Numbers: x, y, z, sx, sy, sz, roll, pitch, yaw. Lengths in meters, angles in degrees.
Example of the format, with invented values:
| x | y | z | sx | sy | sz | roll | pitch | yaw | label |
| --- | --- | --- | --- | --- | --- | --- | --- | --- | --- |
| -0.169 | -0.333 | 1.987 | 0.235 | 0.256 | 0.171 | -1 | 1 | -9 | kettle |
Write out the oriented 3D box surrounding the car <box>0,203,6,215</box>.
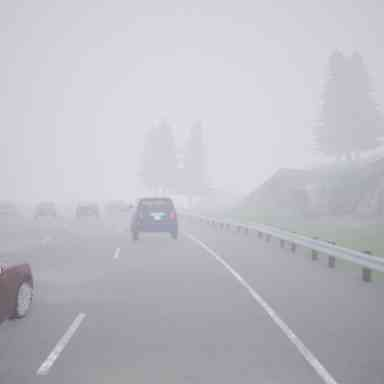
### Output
| x | y | z | sx | sy | sz | roll | pitch | yaw | label |
| --- | --- | --- | --- | --- | --- | --- | --- | --- | --- |
| -7.956 | 1.398 | 10.311 | 2.097 | 1.767 | 4.553 | 0 | 0 | -7 | car |

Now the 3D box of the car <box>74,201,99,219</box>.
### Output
| x | y | z | sx | sy | sz | roll | pitch | yaw | label |
| --- | --- | --- | --- | --- | --- | --- | --- | --- | --- |
| -9.530 | 1.551 | 30.087 | 1.882 | 1.535 | 5.008 | 0 | 0 | -21 | car |

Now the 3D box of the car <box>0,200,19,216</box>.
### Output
| x | y | z | sx | sy | sz | roll | pitch | yaw | label |
| --- | --- | --- | --- | --- | --- | --- | --- | --- | --- |
| -18.768 | 1.596 | 33.812 | 1.882 | 1.535 | 5.008 | 0 | 0 | -26 | car |

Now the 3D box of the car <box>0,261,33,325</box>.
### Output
| x | y | z | sx | sy | sz | roll | pitch | yaw | label |
| --- | --- | --- | --- | --- | --- | --- | --- | --- | --- |
| -3.816 | 1.499 | 4.278 | 1.882 | 1.535 | 5.008 | 0 | 0 | -3 | car |

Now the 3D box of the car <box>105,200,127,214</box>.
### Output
| x | y | z | sx | sy | sz | roll | pitch | yaw | label |
| --- | --- | --- | --- | --- | --- | --- | --- | --- | --- |
| -8.148 | 1.621 | 35.984 | 2.033 | 1.411 | 5.357 | 0 | 0 | -24 | car |

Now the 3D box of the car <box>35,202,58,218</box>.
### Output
| x | y | z | sx | sy | sz | roll | pitch | yaw | label |
| --- | --- | --- | --- | --- | --- | --- | --- | --- | --- |
| -13.549 | 1.640 | 30.945 | 2.033 | 1.411 | 5.357 | 0 | 0 | -23 | car |

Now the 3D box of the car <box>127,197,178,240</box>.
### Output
| x | y | z | sx | sy | sz | roll | pitch | yaw | label |
| --- | --- | --- | --- | --- | --- | --- | --- | --- | --- |
| -2.110 | 1.250 | 17.541 | 2.150 | 2.045 | 5.566 | 0 | 0 | -12 | car |
